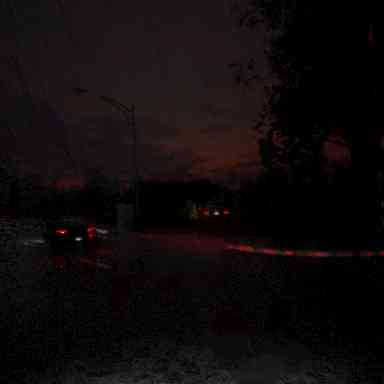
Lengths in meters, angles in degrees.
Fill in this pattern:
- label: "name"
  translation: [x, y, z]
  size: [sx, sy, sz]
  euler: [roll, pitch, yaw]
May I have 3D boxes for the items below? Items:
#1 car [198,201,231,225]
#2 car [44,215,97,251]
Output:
- label: "car"
  translation: [1.494, 1.291, 21.953]
  size: [2.033, 1.411, 5.357]
  euler: [-3, 0, 1]
- label: "car"
  translation: [-5.827, 1.812, 15.818]
  size: [1.812, 1.442, 4.674]
  euler: [-2, 0, -29]
